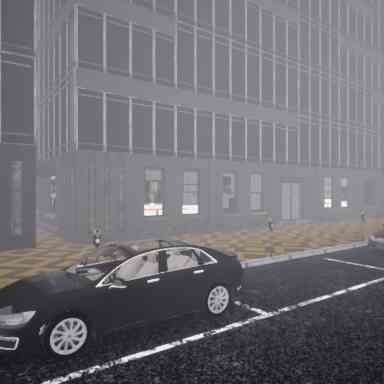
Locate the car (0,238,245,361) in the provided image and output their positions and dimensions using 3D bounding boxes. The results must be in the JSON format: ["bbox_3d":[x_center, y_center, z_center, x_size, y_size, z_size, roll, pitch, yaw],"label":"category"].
[{"bbox_3d":[-1.016,1.551,5.830,4.403,1.369,2.008,0,0,-35],"label":"car"}]

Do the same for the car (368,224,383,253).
[{"bbox_3d":[8.270,1.582,12.417,4.206,1.307,1.802,0,0,-35],"label":"car"}]
